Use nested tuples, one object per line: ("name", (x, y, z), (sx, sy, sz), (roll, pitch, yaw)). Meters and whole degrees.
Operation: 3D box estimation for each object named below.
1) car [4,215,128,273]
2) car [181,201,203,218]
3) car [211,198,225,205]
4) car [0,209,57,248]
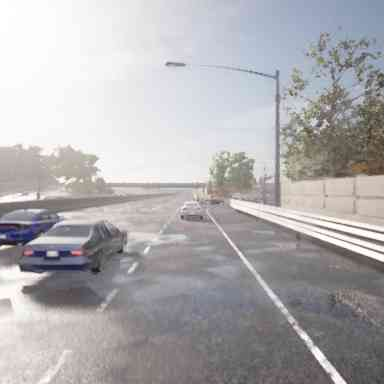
("car", (-3.404, 1.551, 10.608), (2.033, 1.411, 5.357), (0, 0, 0))
("car", (-0.011, 1.546, 29.821), (1.812, 1.442, 4.674), (0, 0, 0))
("car", (5.191, 1.853, 65.863), (1.882, 1.535, 5.008), (0, -1, 20))
("car", (-6.905, 1.484, 14.627), (1.882, 1.535, 5.008), (0, 0, 0))
